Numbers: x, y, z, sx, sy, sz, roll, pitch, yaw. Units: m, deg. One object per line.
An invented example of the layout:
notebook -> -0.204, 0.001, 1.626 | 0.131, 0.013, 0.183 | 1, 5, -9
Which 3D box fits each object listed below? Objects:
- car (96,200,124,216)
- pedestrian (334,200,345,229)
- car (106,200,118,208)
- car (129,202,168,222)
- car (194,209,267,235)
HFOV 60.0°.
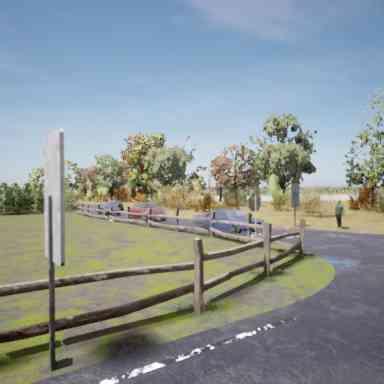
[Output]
car -> -9.946, 2.053, 39.436 | 2.033, 1.411, 5.357 | -1, 0, -29
pedestrian -> 9.321, 1.400, 21.073 | 0.375, 1.860, 0.375 | -2, 1, -35
car -> -15.133, 2.275, 62.875 | 1.812, 1.442, 4.674 | -1, 0, -18
car -> -3.950, 1.707, 29.880 | 2.097, 1.767, 4.553 | -1, 0, -33
car -> 2.241, 1.752, 20.802 | 2.033, 1.411, 5.357 | -1, 0, -35
